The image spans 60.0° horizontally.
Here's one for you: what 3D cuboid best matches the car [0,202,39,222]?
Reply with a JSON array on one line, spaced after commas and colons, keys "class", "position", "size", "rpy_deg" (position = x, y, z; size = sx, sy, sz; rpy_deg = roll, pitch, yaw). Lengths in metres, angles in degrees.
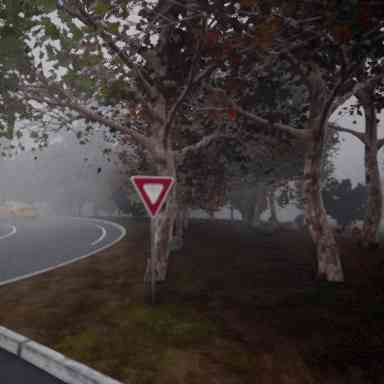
[{"class": "car", "position": [-15.019, 1.593, 28.056], "size": [5.008, 1.535, 1.882], "rpy_deg": [0, 0, 32]}]
